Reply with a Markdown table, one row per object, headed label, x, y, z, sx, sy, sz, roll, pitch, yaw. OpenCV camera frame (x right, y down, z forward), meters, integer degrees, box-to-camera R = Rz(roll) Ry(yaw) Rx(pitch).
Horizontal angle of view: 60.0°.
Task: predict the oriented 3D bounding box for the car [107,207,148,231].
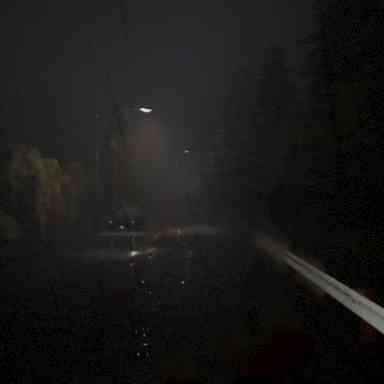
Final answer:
| label | x | y | z | sx | sy | sz | roll | pitch | yaw |
| --- | --- | --- | --- | --- | --- | --- | --- | --- | --- |
| car | -4.033 | 1.667 | 21.818 | 2.033 | 1.411 | 5.357 | 0 | 0 | 0 |

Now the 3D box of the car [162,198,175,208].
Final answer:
| label | x | y | z | sx | sy | sz | roll | pitch | yaw |
| --- | --- | --- | --- | --- | --- | --- | --- | --- | --- |
| car | -3.841 | 1.785 | 55.866 | 1.882 | 1.535 | 5.008 | 0 | 0 | 1 |

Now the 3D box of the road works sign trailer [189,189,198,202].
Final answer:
| label | x | y | z | sx | sy | sz | roll | pitch | yaw |
| --- | --- | --- | --- | --- | --- | --- | --- | --- | --- |
| road works sign trailer | 0.355 | 0.962 | 90.768 | 2.380 | 3.560 | 2.880 | 0 | 0 | 0 |
